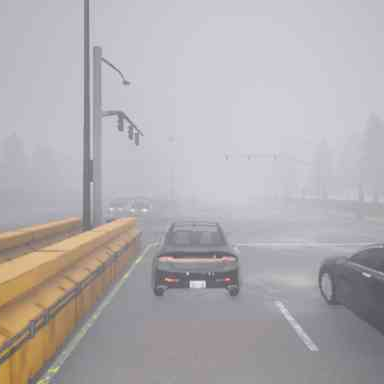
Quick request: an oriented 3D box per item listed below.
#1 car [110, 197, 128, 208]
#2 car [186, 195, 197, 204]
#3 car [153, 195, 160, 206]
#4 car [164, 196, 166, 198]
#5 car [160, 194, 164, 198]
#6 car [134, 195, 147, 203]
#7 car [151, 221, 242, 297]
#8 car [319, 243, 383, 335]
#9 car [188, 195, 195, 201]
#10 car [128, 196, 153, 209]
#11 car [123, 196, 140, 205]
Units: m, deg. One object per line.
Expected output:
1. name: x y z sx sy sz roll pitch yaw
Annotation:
1. car: -10.657 1.547 49.196 2.033 1.411 5.357 0 0 0
2. car: 0.021 1.526 64.724 1.812 1.442 4.674 0 0 0
3. car: -7.155 1.547 55.983 2.033 1.411 5.357 0 0 0
4. car: -7.091 1.355 75.772 2.097 1.767 4.553 0 0 0
5. car: -7.116 1.526 65.796 1.812 1.442 4.674 0 0 0
6. car: -10.583 1.478 69.071 1.882 1.535 5.008 0 0 0
7. car: 0.067 1.492 8.574 2.128 1.511 4.902 0 0 -1
8. car: 3.595 1.506 5.144 1.837 1.490 4.892 0 0 0
9. car: -0.107 1.553 88.905 1.994 1.385 4.181 0 0 0
10. car: -7.154 1.352 46.508 2.097 1.767 4.553 0 0 0
11. car: -10.647 1.492 58.982 2.128 1.511 4.902 0 0 0
